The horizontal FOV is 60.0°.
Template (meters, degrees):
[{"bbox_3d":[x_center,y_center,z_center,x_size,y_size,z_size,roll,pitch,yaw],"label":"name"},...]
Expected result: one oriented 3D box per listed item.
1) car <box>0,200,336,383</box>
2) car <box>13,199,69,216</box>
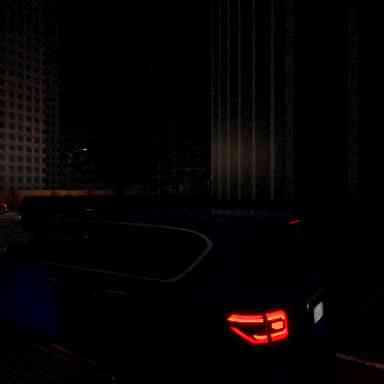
[{"bbox_3d":[-0.992,1.221,4.694,5.566,2.045,2.150,0,0,35],"label":"car"},{"bbox_3d":[-15.443,1.533,34.374,1.882,1.535,5.008,0,0,35],"label":"car"}]
